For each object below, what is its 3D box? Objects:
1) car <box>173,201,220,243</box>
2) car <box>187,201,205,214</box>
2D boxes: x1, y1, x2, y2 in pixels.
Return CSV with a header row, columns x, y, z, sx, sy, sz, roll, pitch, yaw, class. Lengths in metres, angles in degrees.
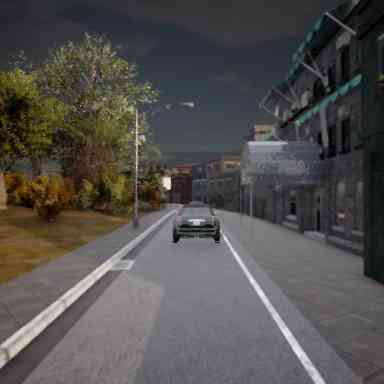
x,y,z,sx,sy,sz,roll,pitch,yaw,class
0.219,1.357,16.365,2.097,1.767,4.553,0,0,1,car
0.466,1.692,37.577,1.895,1.301,4.718,0,-1,1,car
